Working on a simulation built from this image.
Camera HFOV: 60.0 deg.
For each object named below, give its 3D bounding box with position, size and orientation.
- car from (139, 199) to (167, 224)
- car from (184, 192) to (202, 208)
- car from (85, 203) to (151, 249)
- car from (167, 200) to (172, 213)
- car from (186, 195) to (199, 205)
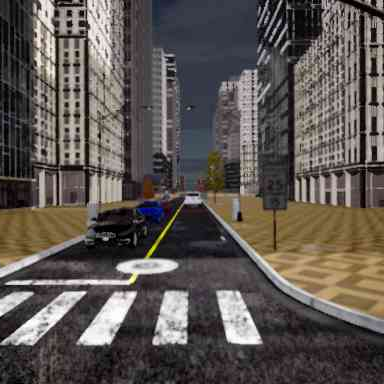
[{"bbox_3d":[-3.089,1.364,23.876,1.882,1.535,5.008,0,0,0],"label":"car"},{"bbox_3d":[0.114,0.991,43.871,2.150,2.045,5.566,0,0,0],"label":"car"},{"bbox_3d":[-3.098,1.436,14.354,1.837,1.490,4.892,0,0,0],"label":"car"},{"bbox_3d":[-3.079,1.402,33.754,1.994,1.385,4.181,0,0,0],"label":"car"},{"bbox_3d":[0.097,1.268,54.512,2.033,1.411,5.357,0,0,0],"label":"car"}]
